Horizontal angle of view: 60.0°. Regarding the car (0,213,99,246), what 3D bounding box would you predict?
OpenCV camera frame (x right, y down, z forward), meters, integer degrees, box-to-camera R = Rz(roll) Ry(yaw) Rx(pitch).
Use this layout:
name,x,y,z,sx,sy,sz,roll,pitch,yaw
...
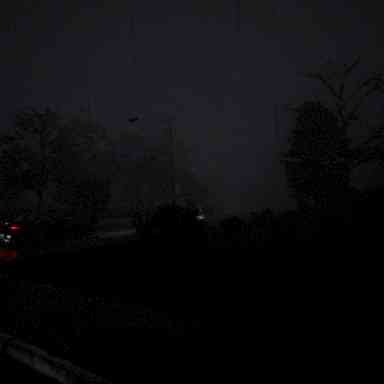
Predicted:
name,x,y,z,sx,sy,sz,roll,pitch,yaw
car,-7.731,2.016,18.549,2.128,1.511,4.902,-3,-2,34

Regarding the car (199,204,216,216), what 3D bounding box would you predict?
name,x,y,z,sx,sy,sz,roll,pitch,yaw
car,1.548,2.439,46.091,1.882,1.535,5.008,-3,-2,32

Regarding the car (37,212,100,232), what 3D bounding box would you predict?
name,x,y,z,sx,sy,sz,roll,pitch,yaw
car,-10.147,2.463,27.677,1.895,1.301,4.718,-3,-2,33
